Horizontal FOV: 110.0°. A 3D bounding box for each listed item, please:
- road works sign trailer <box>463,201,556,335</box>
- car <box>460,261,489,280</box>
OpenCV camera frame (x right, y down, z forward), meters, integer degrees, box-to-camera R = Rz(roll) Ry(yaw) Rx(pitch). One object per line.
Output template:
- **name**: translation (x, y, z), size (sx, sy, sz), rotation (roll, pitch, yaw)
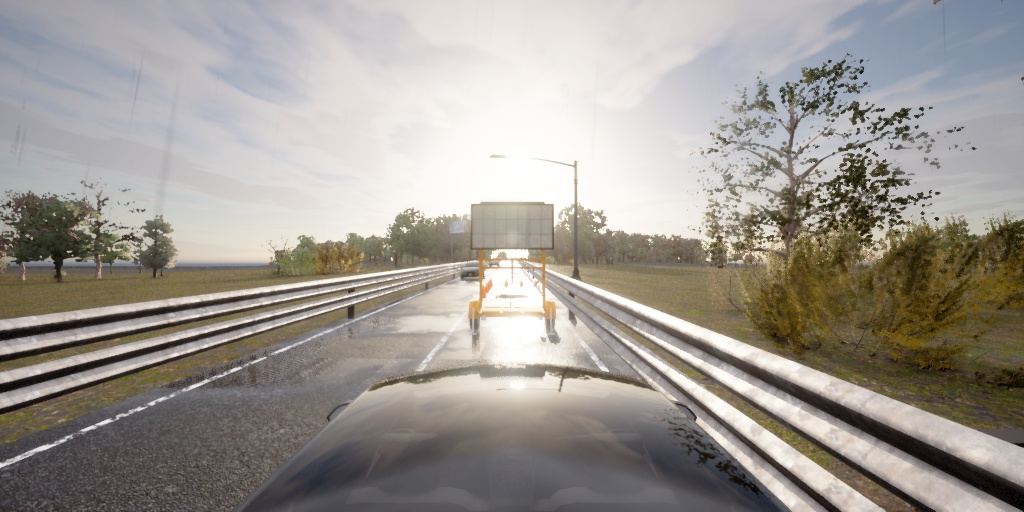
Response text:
- **road works sign trailer**: translation (0.014, 0.218, 10.505), size (2.380, 3.560, 2.880), rotation (0, 0, 0)
- **car**: translation (-3.340, 1.266, 31.276), size (1.837, 1.490, 4.892), rotation (0, 0, 0)
